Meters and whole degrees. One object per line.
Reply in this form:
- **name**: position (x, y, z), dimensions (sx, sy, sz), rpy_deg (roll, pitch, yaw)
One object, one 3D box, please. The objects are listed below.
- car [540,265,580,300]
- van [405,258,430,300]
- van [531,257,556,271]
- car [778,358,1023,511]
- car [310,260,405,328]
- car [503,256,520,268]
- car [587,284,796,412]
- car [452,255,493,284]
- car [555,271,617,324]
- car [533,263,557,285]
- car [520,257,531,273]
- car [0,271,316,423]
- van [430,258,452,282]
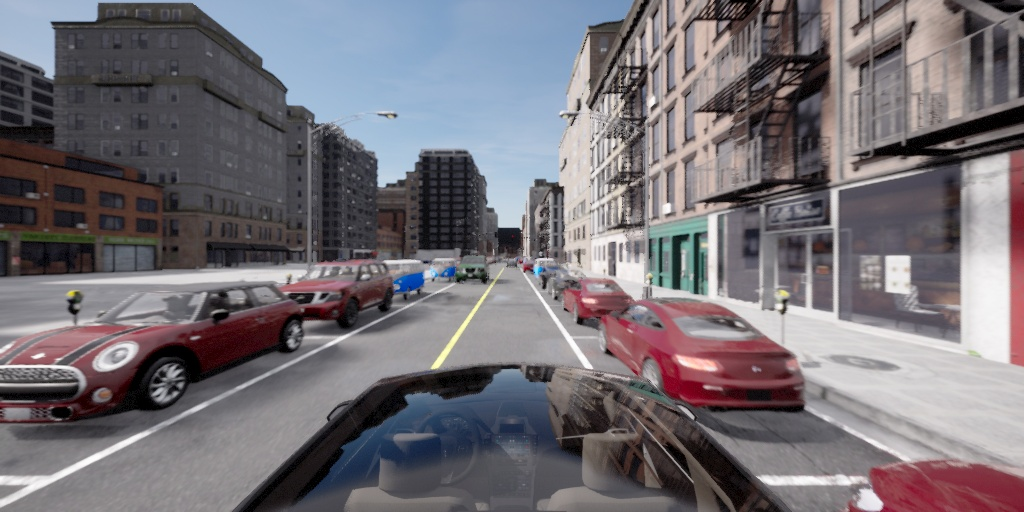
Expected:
- **car**: position (2.640, 1.299, 17.260), dimensions (2.007, 1.370, 4.403), rpy_deg (0, 0, 0)
- **van**: position (-5.385, 1.090, 17.261), dimensions (1.690, 1.789, 3.998), rpy_deg (0, 0, 0)
- **van**: position (2.642, 1.089, 28.619), dimensions (1.690, 1.789, 3.998), rpy_deg (0, 0, 0)
- **car**: position (2.638, 1.332, 0.220), dimensions (1.802, 1.307, 4.207), rpy_deg (0, 0, 0)
- **car**: position (-5.386, 1.064, 11.581), dimensions (2.192, 1.841, 5.009), rpy_deg (0, 0, 0)
- **car**: position (0.012, 1.234, 61.005), dimensions (2.128, 1.511, 4.902), rpy_deg (0, 0, 0)
- **car**: position (2.638, 1.331, 5.900), dimensions (1.802, 1.307, 4.207), rpy_deg (0, 0, 0)
- **car**: position (-2.843, 0.972, 27.112), dimensions (2.150, 2.045, 5.566), rpy_deg (0, 0, 0)
- **car**: position (2.639, 1.331, 11.579), dimensions (1.802, 1.307, 4.207), rpy_deg (0, 0, 0)
- **car**: position (2.641, 1.314, 22.940), dimensions (1.948, 1.339, 4.313), rpy_deg (0, 0, 0)
- **car**: position (2.242, 1.225, 42.418), dimensions (1.882, 1.535, 5.008), rpy_deg (0, 0, 0)
- **car**: position (-5.387, 1.190, 5.901), dimensions (1.967, 1.591, 4.097), rpy_deg (0, 0, 0)
- **van**: position (-5.383, 1.089, 28.621), dimensions (1.690, 1.789, 3.998), rpy_deg (0, 0, 0)
